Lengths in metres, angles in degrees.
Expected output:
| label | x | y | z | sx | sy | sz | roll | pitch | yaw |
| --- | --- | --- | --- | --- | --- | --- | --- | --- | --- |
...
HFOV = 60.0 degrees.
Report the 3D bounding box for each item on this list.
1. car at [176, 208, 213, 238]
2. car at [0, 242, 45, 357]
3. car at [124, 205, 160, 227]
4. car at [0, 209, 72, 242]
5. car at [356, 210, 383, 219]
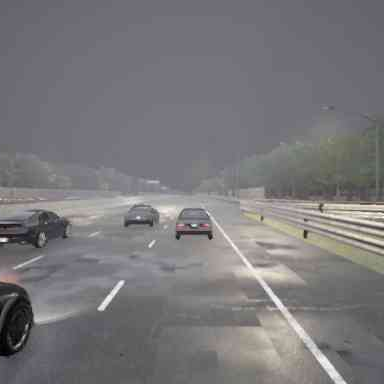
| label | x | y | z | sx | sy | sz | roll | pitch | yaw |
| --- | --- | --- | --- | --- | --- | --- | --- | --- | --- |
| car | 0.099 | 1.567 | 17.614 | 2.033 | 1.411 | 5.357 | 0 | 0 | 0 |
| car | -3.400 | 1.566 | 3.410 | 1.994 | 1.385 | 4.181 | 0 | 0 | 0 |
| car | -3.401 | 1.595 | 23.138 | 1.994 | 1.385 | 4.181 | 0 | 0 | 0 |
| car | -6.901 | 1.518 | 14.669 | 1.837 | 1.490 | 4.892 | 0 | 0 | 0 |
| car | 16.416 | 1.709 | 28.375 | 1.895 | 1.301 | 4.718 | 0 | -1 | -21 |
